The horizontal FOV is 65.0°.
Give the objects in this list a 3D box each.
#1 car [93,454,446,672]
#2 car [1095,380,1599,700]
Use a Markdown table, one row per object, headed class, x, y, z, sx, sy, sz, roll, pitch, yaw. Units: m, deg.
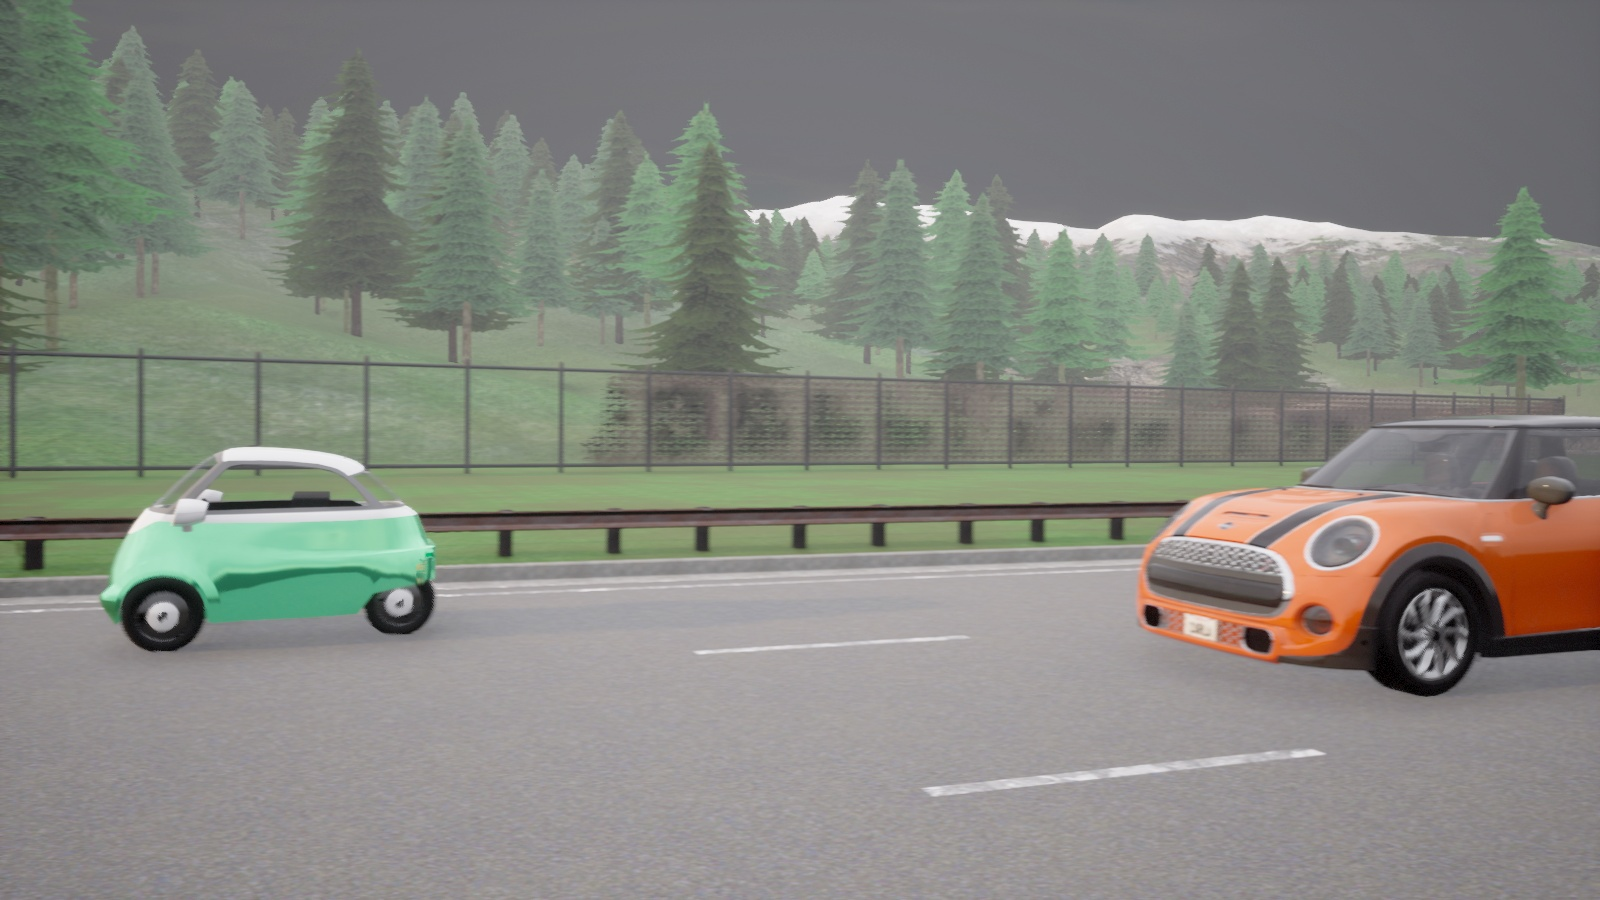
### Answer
| class | x | y | z | sx | sy | sz | roll | pitch | yaw |
| --- | --- | --- | --- | --- | --- | --- | --- | --- | --- |
| car | -3.832 | 0.742 | 9.272 | 2.207 | 1.376 | 1.481 | -1 | 1 | -21 |
| car | 4.596 | 0.444 | 8.725 | 4.553 | 1.767 | 2.097 | -1 | 1 | -21 |
